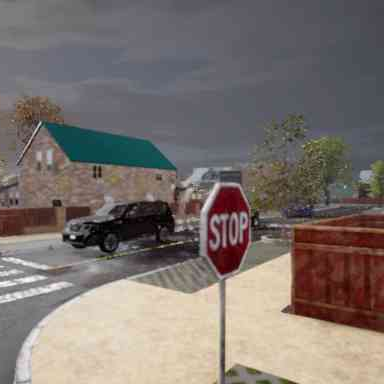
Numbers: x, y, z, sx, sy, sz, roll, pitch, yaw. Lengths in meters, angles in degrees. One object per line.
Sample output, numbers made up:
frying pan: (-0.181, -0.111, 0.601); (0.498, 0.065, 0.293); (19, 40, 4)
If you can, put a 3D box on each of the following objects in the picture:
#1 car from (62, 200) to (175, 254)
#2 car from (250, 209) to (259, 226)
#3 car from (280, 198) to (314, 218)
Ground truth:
car: (-3.027, 1.406, 15.096); (2.150, 2.045, 5.566); (0, 0, 35)
car: (3.136, 1.745, 24.004); (1.882, 1.535, 5.008); (0, 0, 35)
car: (11.457, 1.600, 35.984); (2.150, 2.045, 5.566); (0, 0, 35)
